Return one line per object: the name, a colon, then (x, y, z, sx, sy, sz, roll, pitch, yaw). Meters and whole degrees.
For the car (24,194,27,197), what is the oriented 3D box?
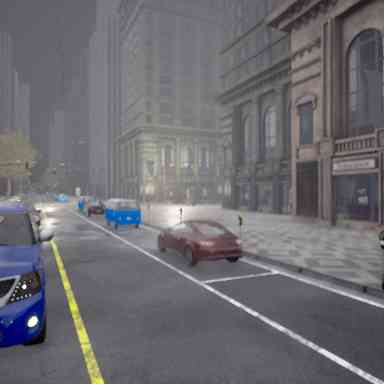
car: (-37.452, 1.596, 71.951, 1.887, 1.381, 4.507, 0, 0, -25)

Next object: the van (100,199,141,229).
van: (-4.515, 1.348, 21.384, 1.690, 1.788, 3.998, 0, 0, -25)

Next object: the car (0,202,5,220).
car: (-16.939, 1.553, 27.811, 1.887, 1.381, 4.507, 0, 0, -25)

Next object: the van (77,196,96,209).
van: (-11.503, 1.354, 36.413, 1.690, 1.788, 3.998, 0, 0, -25)

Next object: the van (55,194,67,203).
van: (-27.536, 1.388, 70.849, 1.690, 1.788, 3.998, 0, 0, -25)

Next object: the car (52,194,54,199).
car: (-32.102, 1.605, 80.664, 1.887, 1.381, 4.507, 0, 0, -25)

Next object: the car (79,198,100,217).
car: (-9.174, 1.555, 31.403, 1.887, 1.381, 4.507, 0, 0, -25)

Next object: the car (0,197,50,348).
car: (-3.921, 1.223, 6.178, 2.150, 2.045, 5.566, 0, 0, -25)

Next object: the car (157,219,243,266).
car: (0.143, 1.586, 11.363, 1.802, 1.307, 4.206, 0, 0, -25)

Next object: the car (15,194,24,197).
car: (-32.923, 1.564, 62.201, 1.752, 1.417, 4.829, 0, 0, -25)

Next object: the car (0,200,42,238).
car: (-9.544, 1.358, 18.498, 2.097, 1.767, 4.553, 0, 0, -25)

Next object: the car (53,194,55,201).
car: (-29.819, 1.619, 75.756, 1.947, 1.339, 4.313, 0, 0, -25)
